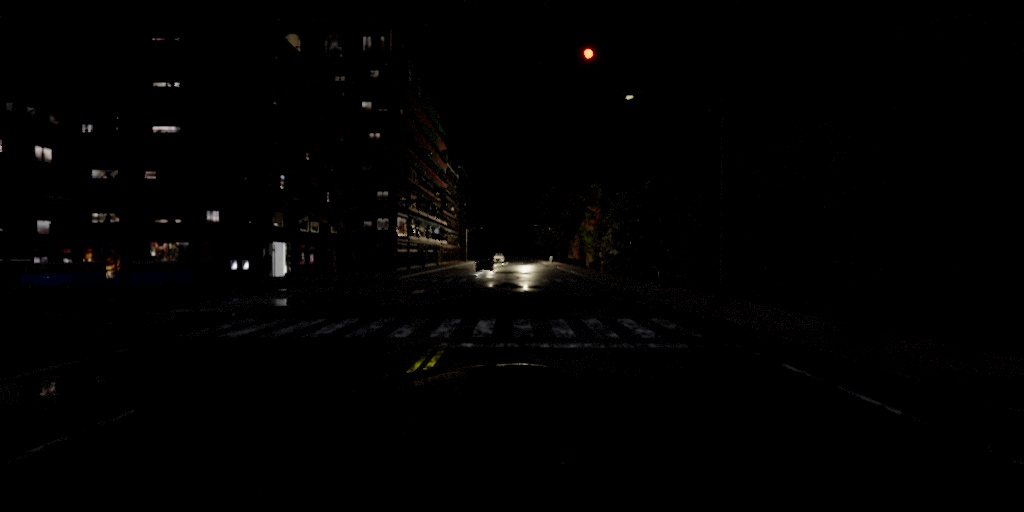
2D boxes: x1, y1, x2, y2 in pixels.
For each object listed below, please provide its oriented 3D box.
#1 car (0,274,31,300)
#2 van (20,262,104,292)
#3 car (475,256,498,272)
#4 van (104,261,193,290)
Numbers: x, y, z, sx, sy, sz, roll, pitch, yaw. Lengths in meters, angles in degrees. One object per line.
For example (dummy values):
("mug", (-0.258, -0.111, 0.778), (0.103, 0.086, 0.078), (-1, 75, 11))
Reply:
("car", (-22.542, 1.537, 14.239), (4.207, 1.307, 1.802), (0, 0, 0))
("van", (-28.171, 1.281, 22.550), (3.998, 1.789, 1.690), (0, 0, 0))
("car", (-2.976, 1.059, 40.068), (2.033, 1.411, 5.357), (0, 1, 0))
("van", (-22.569, 1.207, 22.586), (3.998, 1.789, 1.690), (0, 0, 0))
